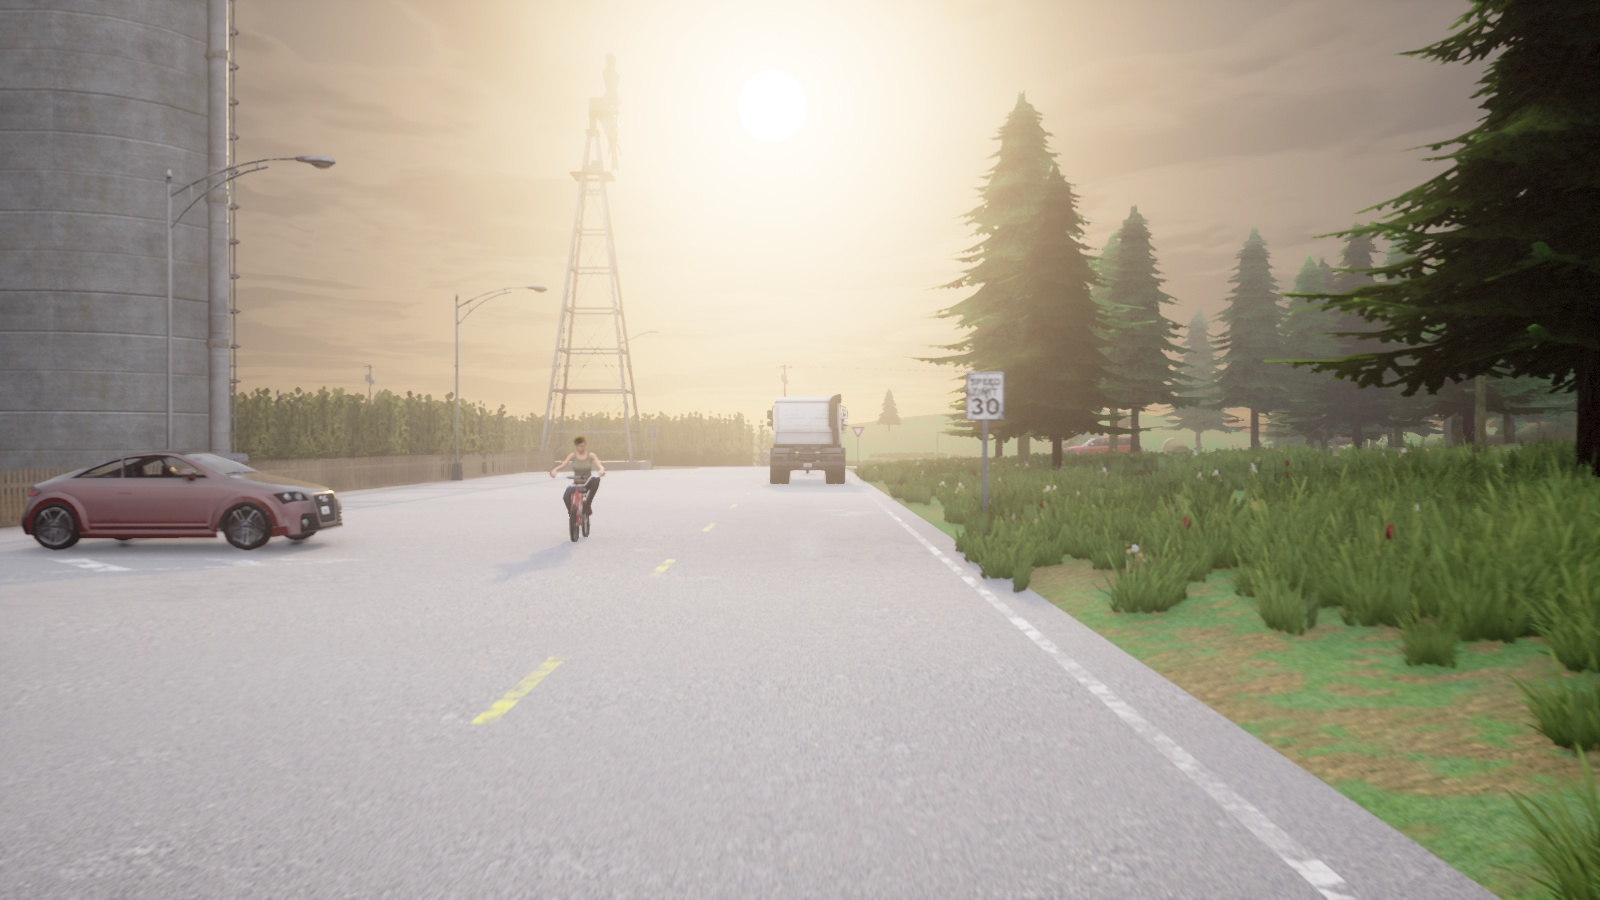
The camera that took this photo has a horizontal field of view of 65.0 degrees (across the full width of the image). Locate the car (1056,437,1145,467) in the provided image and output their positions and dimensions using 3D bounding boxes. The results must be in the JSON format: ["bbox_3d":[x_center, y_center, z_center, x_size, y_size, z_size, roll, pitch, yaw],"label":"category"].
[{"bbox_3d":[20.429,0.140,85.505,5.566,2.045,2.150,0,0,0],"label":"car"}]

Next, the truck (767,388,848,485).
[{"bbox_3d":[0.294,-0.511,48.879,2.891,3.462,7.936,0,0,0],"label":"truck"}]

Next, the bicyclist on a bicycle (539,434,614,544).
[{"bbox_3d":[-3.381,0.572,19.139,0.866,1.612,1.509,0,0,0],"label":"bicyclist on a bicycle"}]
